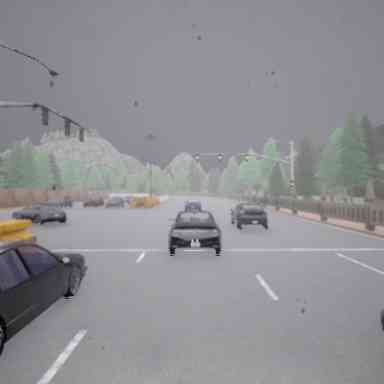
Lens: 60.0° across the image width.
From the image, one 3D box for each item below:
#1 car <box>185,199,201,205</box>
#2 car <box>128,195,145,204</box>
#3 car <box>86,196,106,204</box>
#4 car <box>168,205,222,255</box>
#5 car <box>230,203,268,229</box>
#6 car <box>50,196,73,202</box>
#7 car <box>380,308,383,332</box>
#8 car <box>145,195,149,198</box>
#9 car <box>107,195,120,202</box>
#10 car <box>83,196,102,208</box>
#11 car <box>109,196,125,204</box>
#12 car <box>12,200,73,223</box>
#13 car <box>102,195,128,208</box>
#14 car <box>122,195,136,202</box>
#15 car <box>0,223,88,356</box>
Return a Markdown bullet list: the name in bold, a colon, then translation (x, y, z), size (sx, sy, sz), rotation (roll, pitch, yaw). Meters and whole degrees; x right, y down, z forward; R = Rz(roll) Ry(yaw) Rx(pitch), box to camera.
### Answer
- **car**: translation (0.118, 1.479, 38.416), size (1.812, 1.442, 4.674), rotation (0, 0, 0)
- **car**: translation (-10.497, 1.417, 60.225), size (2.128, 1.511, 4.902), rotation (0, 0, 1)
- **car**: translation (-17.477, 1.472, 60.829), size (2.033, 1.411, 5.357), rotation (0, 0, 0)
- **car**: translation (0.106, 1.477, 13.172), size (2.128, 1.511, 4.902), rotation (0, 0, 0)
- **car**: translation (3.610, 1.479, 21.498), size (1.837, 1.490, 4.892), rotation (0, 0, 0)
- **car**: translation (-17.557, 1.298, 44.263), size (2.097, 1.767, 4.553), rotation (0, 0, 0)
- **car**: translation (3.604, 1.522, 2.811), size (1.812, 1.442, 4.674), rotation (0, 0, 0)
- **car**: translation (-10.466, 1.435, 72.878), size (1.812, 1.442, 4.674), rotation (0, 0, 0)
- **car**: translation (-17.466, 1.432, 74.144), size (1.812, 1.442, 4.674), rotation (0, 0, 0)
- **car**: translation (-14.037, 1.542, 47.760), size (1.895, 1.301, 4.718), rotation (0, 0, 0)
- **car**: translation (-13.972, 1.524, 62.261), size (1.895, 1.301, 4.718), rotation (0, 0, 0)
- **car**: translation (-10.834, 1.534, 23.562), size (4.181, 1.385, 1.994), rotation (0, 0, 33)
- **car**: translation (-10.551, 1.448, 45.857), size (1.837, 1.490, 4.892), rotation (0, 0, 0)
- **car**: translation (-13.966, 1.435, 73.551), size (2.128, 1.511, 4.902), rotation (0, 0, 0)
- **car**: translation (-3.397, 1.541, 5.483), size (2.033, 1.411, 5.357), rotation (0, 0, 0)
